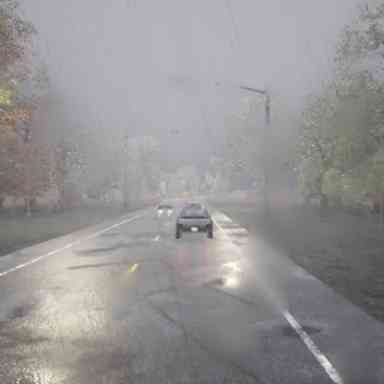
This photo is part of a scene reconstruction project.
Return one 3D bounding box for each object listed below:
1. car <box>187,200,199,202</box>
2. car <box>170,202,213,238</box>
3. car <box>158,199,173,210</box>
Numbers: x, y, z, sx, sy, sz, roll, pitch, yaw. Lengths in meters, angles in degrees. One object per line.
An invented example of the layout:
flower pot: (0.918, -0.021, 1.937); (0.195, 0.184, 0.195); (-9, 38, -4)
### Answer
car: (0.136, 1.622, 39.550); (1.812, 1.442, 4.674); (0, 0, 0)
car: (0.117, 1.536, 18.098); (2.128, 1.511, 4.902); (0, 0, 0)
car: (-3.511, 1.658, 45.321); (2.033, 1.411, 5.357); (0, 0, 1)
